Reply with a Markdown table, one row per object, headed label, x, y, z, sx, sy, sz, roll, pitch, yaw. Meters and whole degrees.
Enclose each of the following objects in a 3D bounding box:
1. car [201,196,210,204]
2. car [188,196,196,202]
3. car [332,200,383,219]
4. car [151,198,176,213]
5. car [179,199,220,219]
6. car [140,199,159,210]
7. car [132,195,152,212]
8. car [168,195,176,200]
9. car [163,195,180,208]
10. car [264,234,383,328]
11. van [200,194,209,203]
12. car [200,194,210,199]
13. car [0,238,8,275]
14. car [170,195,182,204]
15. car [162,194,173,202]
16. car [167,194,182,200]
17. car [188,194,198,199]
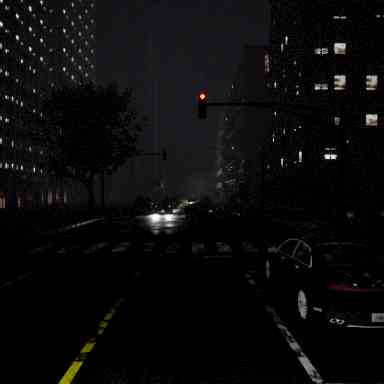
| label | x | y | z | sx | sy | sz | roll | pitch | yaw |
| --- | --- | --- | --- | --- | --- | --- | --- | --- | --- |
| car | 2.682 | 1.578 | 67.084 | 1.752 | 1.417 | 4.829 | 0 | 0 | 0 |
| car | -0.008 | 1.668 | 78.905 | 1.895 | 1.301 | 4.718 | 0 | 0 | 0 |
| car | 13.423 | 1.350 | 26.319 | 4.403 | 1.369 | 2.008 | -1 | 1 | -1 |
| car | -3.093 | 1.620 | 37.150 | 1.895 | 1.301 | 4.718 | 0 | 0 | -1 |
| car | 0.768 | 1.576 | 29.717 | 1.994 | 1.385 | 4.181 | 0 | 0 | -24 |
| car | -5.697 | 1.592 | 44.822 | 1.947 | 1.339 | 4.313 | 0 | 0 | 0 |
| car | -5.696 | 1.336 | 39.299 | 2.192 | 1.841 | 5.009 | 0 | 0 | 0 |
| car | -5.702 | 1.654 | 94.528 | 2.008 | 1.369 | 4.403 | 0 | 0 | 0 |
| car | -3.104 | 1.554 | 46.263 | 1.812 | 1.442 | 4.674 | 0 | 0 | 0 |
| car | 2.688 | 1.551 | 6.912 | 2.008 | 1.369 | 4.403 | 0 | 0 | 0 |
| van | 2.681 | 1.402 | 72.438 | 1.690 | 1.788 | 3.998 | 0 | 0 | 0 |
| car | 2.683 | 1.611 | 61.391 | 1.947 | 1.339 | 4.313 | 0 | 0 | 0 |
| car | -5.692 | 1.545 | 6.911 | 1.887 | 1.381 | 4.507 | 0 | 0 | 0 |
| car | -3.049 | 1.402 | 65.160 | 2.097 | 1.767 | 4.553 | 0 | 0 | 0 |
| car | -5.700 | 1.386 | 77.959 | 2.192 | 1.841 | 5.009 | 0 | 0 | 0 |
| car | -3.091 | 1.563 | 55.442 | 1.812 | 1.442 | 4.674 | 0 | 0 | 0 |
| car | 0.091 | 1.656 | 68.903 | 1.895 | 1.301 | 4.718 | 0 | 0 | 0 |
